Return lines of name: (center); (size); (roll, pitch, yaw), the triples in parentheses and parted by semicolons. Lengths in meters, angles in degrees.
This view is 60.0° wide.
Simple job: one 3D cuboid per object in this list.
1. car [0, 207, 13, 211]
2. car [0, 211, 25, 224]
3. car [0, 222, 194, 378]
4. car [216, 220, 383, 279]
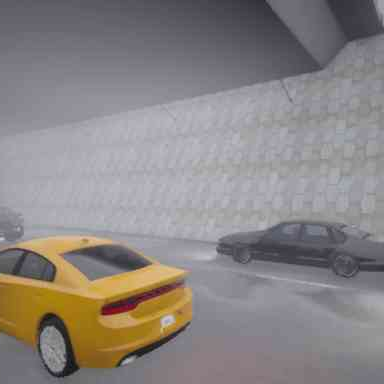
car: (-13.197, 1.660, 21.961); (5.357, 1.411, 2.033); (0, 0, 35)
car: (-9.783, 1.681, 15.242); (4.718, 1.301, 1.895); (0, 0, 35)
car: (-2.321, 1.502, 5.639); (5.008, 1.535, 1.882); (-1, 0, 35)
car: (3.408, 1.562, 10.154); (5.357, 1.411, 2.033); (0, 0, 35)
